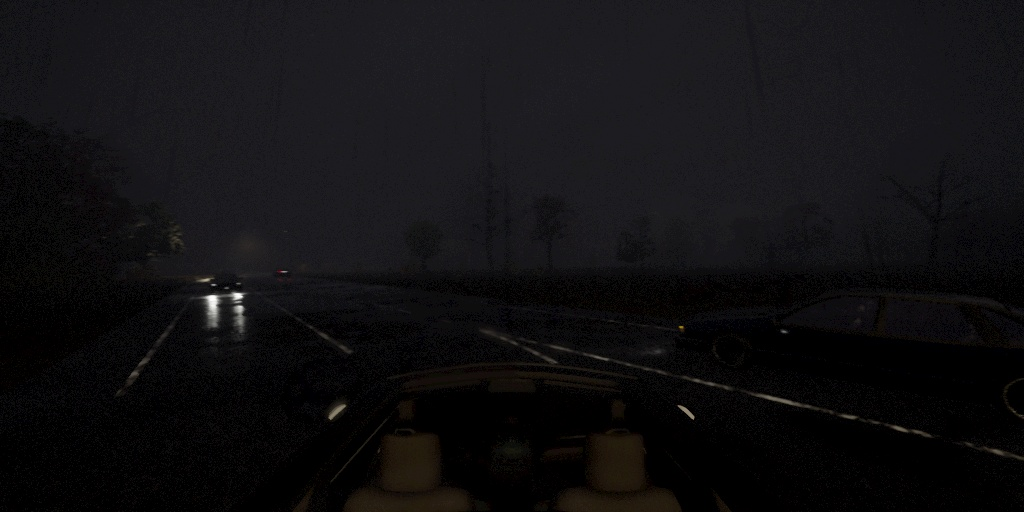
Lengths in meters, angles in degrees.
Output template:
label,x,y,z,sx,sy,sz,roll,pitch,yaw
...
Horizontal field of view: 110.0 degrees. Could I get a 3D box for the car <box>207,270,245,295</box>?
label,x,y,z,sx,sy,sz,roll,pitch,yaw
car,-21.839,2.062,27.365,1.812,1.442,4.674,-1,0,-40

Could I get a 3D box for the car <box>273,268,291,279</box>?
label,x,y,z,sx,sy,sz,roll,pitch,yaw
car,-34.430,2.543,53.649,2.128,1.511,4.902,-1,0,-40

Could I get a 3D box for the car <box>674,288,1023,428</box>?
label,x,y,z,sx,sy,sz,roll,pitch,yaw
car,5.395,1.194,5.333,2.033,1.411,5.357,-1,-1,-39
